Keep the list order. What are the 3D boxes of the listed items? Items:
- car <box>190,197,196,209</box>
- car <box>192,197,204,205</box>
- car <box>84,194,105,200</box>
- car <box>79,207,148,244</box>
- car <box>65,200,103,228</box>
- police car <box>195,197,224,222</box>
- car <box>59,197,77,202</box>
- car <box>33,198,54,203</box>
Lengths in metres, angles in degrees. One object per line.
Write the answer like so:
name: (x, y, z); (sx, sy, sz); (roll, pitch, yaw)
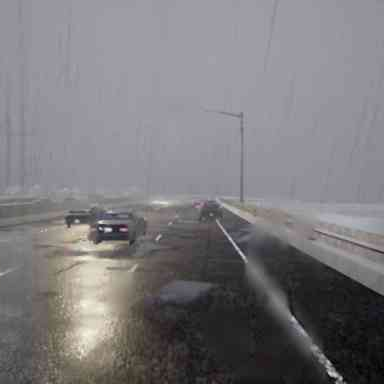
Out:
car: (0.708, 1.657, 47.278); (1.895, 1.301, 4.718); (0, 0, 2)
car: (1.115, 1.649, 60.925); (1.994, 1.385, 4.181); (0, 0, 2)
car: (-16.561, 1.297, 56.809); (2.150, 2.045, 5.566); (0, 0, 2)
car: (-3.312, 1.558, 15.788); (2.033, 1.411, 5.357); (0, 0, 1)
car: (-6.737, 1.509, 22.026); (2.128, 1.511, 4.902); (0, 0, 1)
police car: (1.451, 1.449, 26.771); (1.930, 1.638, 5.238); (0, 0, 1)
car: (-20.158, 1.576, 54.350); (1.837, 1.490, 4.892); (0, 0, 2)
car: (-23.698, 1.634, 53.132); (1.994, 1.385, 4.181); (0, 0, 2)
